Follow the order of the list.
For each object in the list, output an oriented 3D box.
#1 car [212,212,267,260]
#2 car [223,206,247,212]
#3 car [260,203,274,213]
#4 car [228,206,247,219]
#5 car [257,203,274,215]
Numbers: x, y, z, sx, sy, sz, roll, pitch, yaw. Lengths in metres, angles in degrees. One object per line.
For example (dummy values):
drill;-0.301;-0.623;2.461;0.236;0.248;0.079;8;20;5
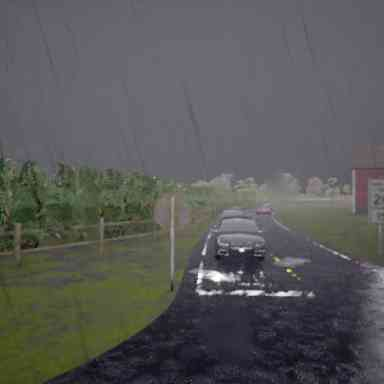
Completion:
car;1.894;1.790;13.794;1.837;1.490;4.892;0;-1;5
car;2.954;2.014;24.416;1.837;1.490;4.892;0;0;7
car;12.951;2.672;57.072;1.882;1.535;5.008;0;-1;17
car;5.391;2.382;39.134;1.994;1.385;4.181;0;-1;11
car;10.289;2.567;47.402;1.994;1.385;4.181;0;-1;14
